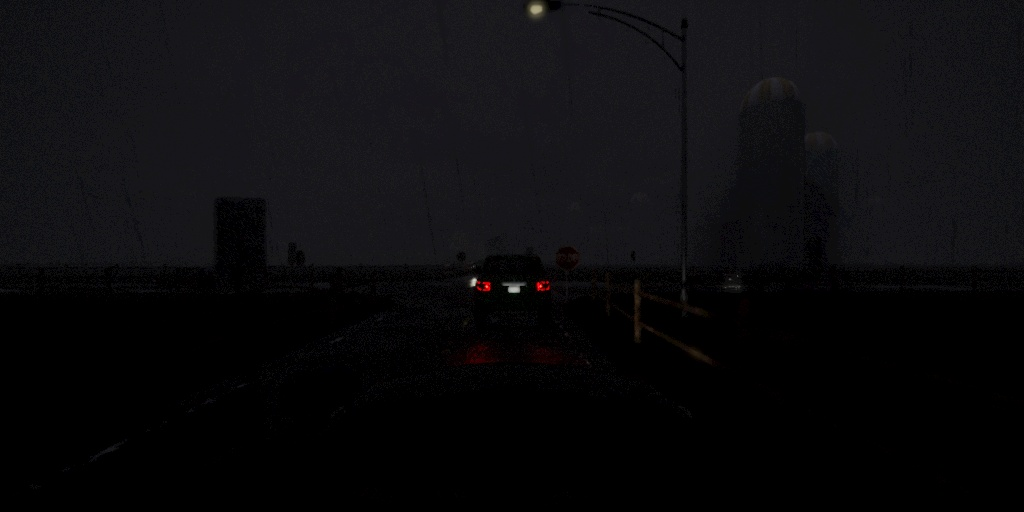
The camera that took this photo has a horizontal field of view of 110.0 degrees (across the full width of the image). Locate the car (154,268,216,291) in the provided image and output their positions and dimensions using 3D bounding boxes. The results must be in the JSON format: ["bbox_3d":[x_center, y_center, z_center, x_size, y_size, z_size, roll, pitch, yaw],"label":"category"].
[{"bbox_3d":[-18.641,1.386,21.901,4.718,1.301,1.895,0,0,0],"label":"car"}]

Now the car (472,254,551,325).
[{"bbox_3d":[-0.075,0.954,11.889,2.150,2.045,5.566,0,0,-3],"label":"car"}]

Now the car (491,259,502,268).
[{"bbox_3d":[-2.775,1.291,64.527,1.812,1.442,4.674,0,0,1],"label":"car"}]

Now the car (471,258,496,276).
[{"bbox_3d":[-2.900,1.080,37.464,2.097,1.767,4.553,0,0,2],"label":"car"}]

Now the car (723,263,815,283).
[{"bbox_3d":[17.727,1.220,24.782,5.357,1.411,2.033,0,0,0],"label":"car"}]
